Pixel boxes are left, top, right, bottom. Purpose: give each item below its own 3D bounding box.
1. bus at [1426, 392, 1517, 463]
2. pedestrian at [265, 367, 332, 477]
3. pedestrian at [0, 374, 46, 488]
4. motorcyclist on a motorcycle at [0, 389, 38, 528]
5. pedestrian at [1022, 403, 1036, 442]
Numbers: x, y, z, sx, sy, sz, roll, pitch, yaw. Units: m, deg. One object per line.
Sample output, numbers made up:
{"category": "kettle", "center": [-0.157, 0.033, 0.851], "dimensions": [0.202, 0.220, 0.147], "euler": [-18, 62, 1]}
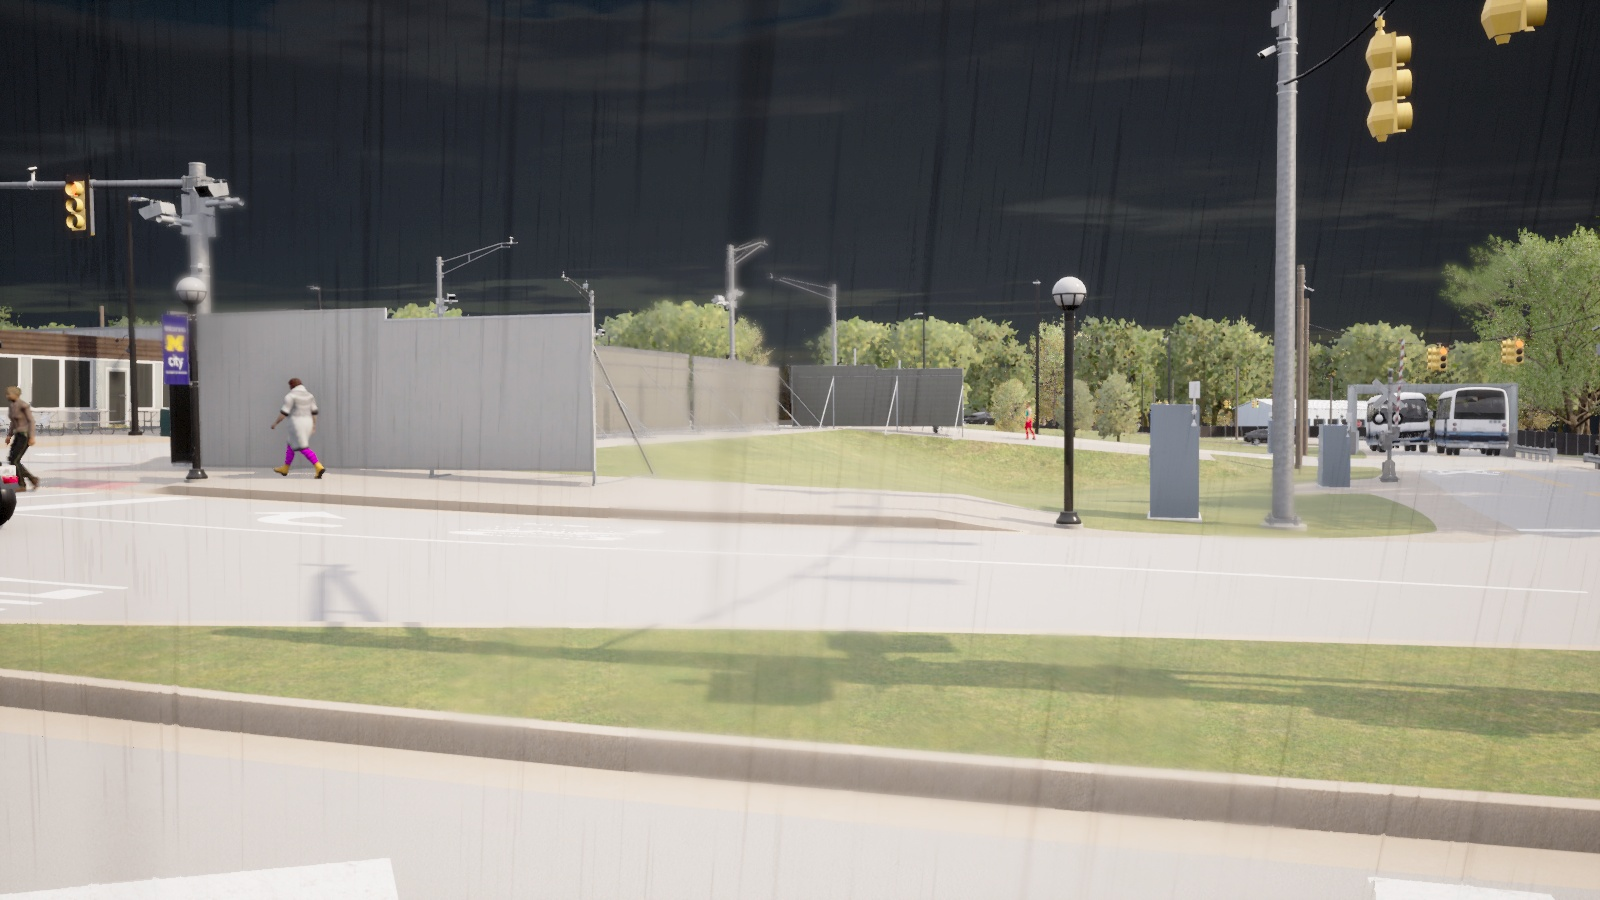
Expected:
{"category": "bus", "center": [43.337, -1.482, 81.437], "dimensions": [3.944, 4.253, 10.273], "euler": [2, 2, 22]}
{"category": "pedestrian", "center": [-9.056, -0.512, 22.698], "dimensions": [0.873, 1.952, 0.659], "euler": [1, 3, 14]}
{"category": "pedestrian", "center": [-12.921, -0.323, 20.775], "dimensions": [0.331, 1.846, 0.634], "euler": [2, 3, 37]}
{"category": "motorcyclist on a motorcycle", "center": [-10.607, 0.053, 15.366], "dimensions": [2.350, 1.649, 0.766], "euler": [2, 2, 15]}
{"category": "pedestrian", "center": [11.006, -1.322, 60.348], "dimensions": [0.594, 1.836, 0.345], "euler": [1, 3, 21]}
